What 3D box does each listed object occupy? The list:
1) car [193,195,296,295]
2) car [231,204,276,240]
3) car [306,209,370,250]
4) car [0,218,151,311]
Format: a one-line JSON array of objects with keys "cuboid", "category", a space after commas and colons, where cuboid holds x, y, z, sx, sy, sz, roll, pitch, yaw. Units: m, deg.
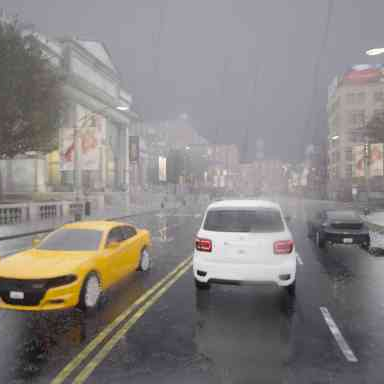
[{"cuboid": [1.471, 1.221, 9.001, 2.150, 2.045, 5.566, 0, 0, 11], "category": "car"}, {"cuboid": [3.437, 1.492, 18.306, 2.128, 1.511, 4.902, 0, 0, 12], "category": "car"}, {"cuboid": [6.228, 1.506, 14.569, 1.837, 1.490, 4.892, 0, 0, 12], "category": "car"}, {"cuboid": [-2.500, 1.477, 8.097, 1.882, 1.535, 5.008, 0, 0, 11], "category": "car"}]
